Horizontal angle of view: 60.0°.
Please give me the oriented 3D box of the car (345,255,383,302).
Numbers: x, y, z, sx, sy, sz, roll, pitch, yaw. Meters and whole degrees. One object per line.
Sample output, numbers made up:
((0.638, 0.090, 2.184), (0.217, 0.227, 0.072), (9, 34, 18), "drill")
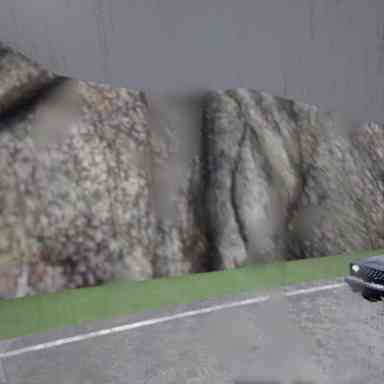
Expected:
((5.327, 1.540, 6.522), (4.718, 1.301, 1.895), (0, 1, -25), "car")
